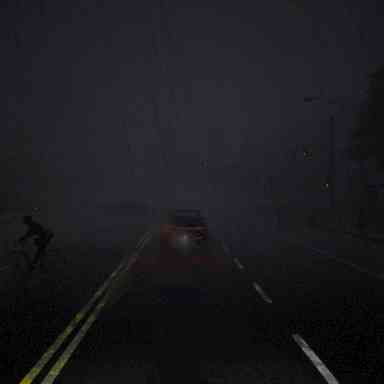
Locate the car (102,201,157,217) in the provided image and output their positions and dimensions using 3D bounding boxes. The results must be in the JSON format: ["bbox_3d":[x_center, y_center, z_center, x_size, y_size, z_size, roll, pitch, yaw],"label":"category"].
[{"bbox_3d":[-5.530,1.527,30.787,5.357,1.411,2.033,0,0,-2],"label":"car"}]

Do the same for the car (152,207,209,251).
[{"bbox_3d":[-0.325,1.491,14.102,2.128,1.511,4.902,0,0,-2],"label":"car"}]

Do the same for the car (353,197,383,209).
[{"bbox_3d":[21.902,1.545,38.869,4.718,1.301,1.895,0,0,-2],"label":"car"}]

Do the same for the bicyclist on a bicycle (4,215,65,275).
[{"bbox_3d":[-4.294,1.455,9.053,1.656,1.620,0.582,-2,0,-2],"label":"bicyclist on a bicycle"}]

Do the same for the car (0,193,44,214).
[{"bbox_3d":[-18.147,1.168,33.882,5.566,2.045,2.150,0,0,-2],"label":"car"}]

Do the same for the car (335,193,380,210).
[{"bbox_3d":[21.115,1.166,42.344,5.566,2.045,2.150,0,0,-2],"label":"car"}]
